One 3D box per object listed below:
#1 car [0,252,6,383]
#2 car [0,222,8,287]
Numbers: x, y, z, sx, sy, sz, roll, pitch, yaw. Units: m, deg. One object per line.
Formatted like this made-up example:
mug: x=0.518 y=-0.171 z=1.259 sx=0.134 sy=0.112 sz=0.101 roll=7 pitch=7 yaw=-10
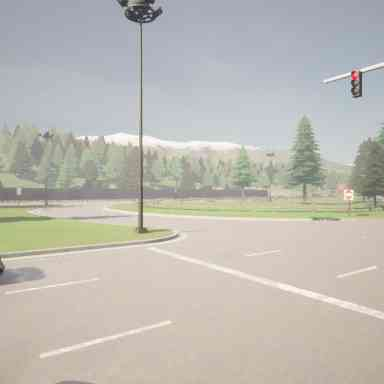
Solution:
car: x=-3.318 y=1.352 z=1.377 sx=4.553 sy=1.767 sz=2.097 roll=0 pitch=0 yaw=-36
car: x=-7.165 y=1.547 z=7.232 sx=5.357 sy=1.411 sz=2.033 roll=0 pitch=0 yaw=-35
